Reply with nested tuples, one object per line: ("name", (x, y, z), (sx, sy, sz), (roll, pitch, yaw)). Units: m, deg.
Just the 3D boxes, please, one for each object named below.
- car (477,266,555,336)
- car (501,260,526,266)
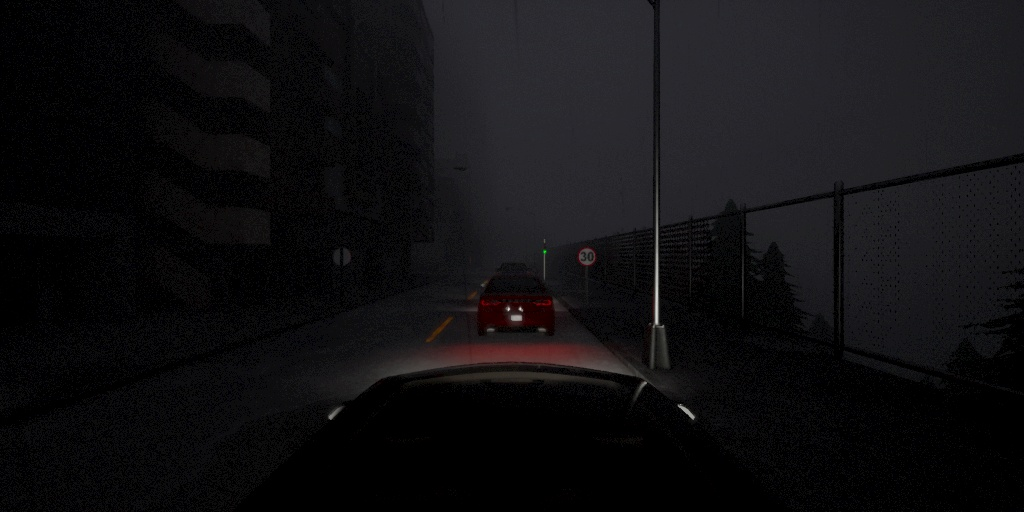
("car", (0.092, 1.228, 10.436), (1.882, 1.535, 5.008), (0, 0, 0))
("car", (0.086, 1.102, 20.820), (2.097, 1.767, 4.553), (0, 0, 0))
